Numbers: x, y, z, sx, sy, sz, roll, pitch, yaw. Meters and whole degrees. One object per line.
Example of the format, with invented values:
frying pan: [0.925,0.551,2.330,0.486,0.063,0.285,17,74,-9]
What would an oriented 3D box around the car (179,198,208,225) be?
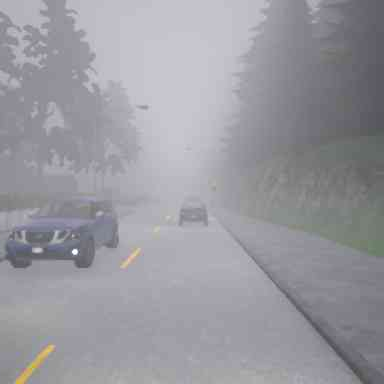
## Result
car: [0.090,1.404,23.382,1.882,1.535,5.008,0,0,0]

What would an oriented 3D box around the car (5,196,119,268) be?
car: [-4.054,1.187,11.519,2.150,2.045,5.566,0,0,0]

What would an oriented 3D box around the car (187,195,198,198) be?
car: [0.073,1.216,42.828,2.097,1.767,4.553,0,0,0]
